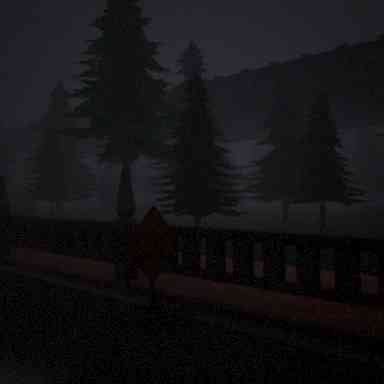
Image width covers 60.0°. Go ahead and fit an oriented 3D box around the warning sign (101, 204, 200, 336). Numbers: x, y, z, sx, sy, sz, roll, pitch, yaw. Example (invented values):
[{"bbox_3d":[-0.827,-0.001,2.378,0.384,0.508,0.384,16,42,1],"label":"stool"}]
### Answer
[{"bbox_3d":[-0.676,1.156,5.645,1.060,1.860,1.300,-1,0,36],"label":"warning sign"}]
